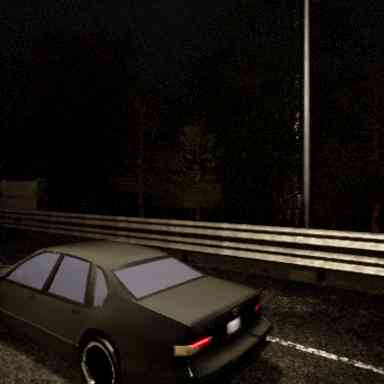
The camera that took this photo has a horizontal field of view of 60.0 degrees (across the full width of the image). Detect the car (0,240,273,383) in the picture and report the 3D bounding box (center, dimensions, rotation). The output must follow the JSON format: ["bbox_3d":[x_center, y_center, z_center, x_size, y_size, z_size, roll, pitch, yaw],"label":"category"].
[{"bbox_3d":[-1.549,1.493,5.108,5.357,1.411,2.033,0,0,37],"label":"car"}]
